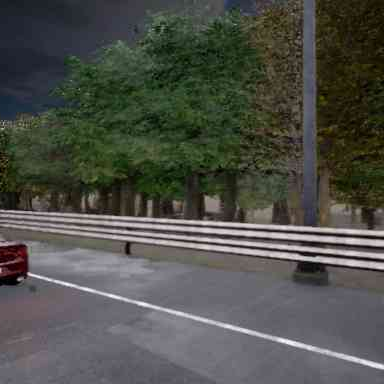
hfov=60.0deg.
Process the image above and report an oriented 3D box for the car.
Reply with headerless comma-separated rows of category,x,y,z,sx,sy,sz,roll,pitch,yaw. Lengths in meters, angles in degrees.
car,-6.083,1.525,8.331,5.008,1.535,1.882,-1,0,36
